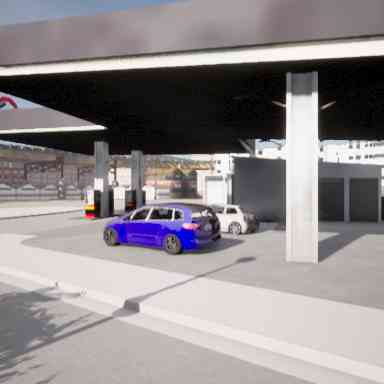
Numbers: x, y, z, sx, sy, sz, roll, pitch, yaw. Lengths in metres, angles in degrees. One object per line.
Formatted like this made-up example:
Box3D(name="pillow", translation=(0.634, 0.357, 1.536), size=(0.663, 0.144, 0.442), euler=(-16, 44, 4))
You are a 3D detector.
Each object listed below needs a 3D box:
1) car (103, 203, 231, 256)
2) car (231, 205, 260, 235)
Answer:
Box3D(name="car", translation=(-1.217, 1.241, 12.365), size=(4.611, 1.667, 2.242), euler=(0, 0, 36))
Box3D(name="car", translation=(1.499, 1.403, 17.485), size=(3.806, 1.475, 1.970), euler=(0, 0, 36))
